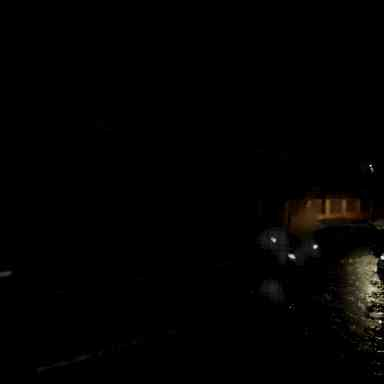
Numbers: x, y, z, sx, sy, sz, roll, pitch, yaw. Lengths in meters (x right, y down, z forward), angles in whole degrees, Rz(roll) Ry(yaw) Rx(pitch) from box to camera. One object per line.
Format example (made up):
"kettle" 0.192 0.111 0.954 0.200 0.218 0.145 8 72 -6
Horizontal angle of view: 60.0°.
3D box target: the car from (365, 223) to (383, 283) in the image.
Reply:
"car" 6.491 1.499 8.308 4.674 1.442 1.812 0 0 -35

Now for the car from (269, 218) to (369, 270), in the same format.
"car" 4.735 1.574 11.049 4.718 1.301 1.895 0 0 -35
